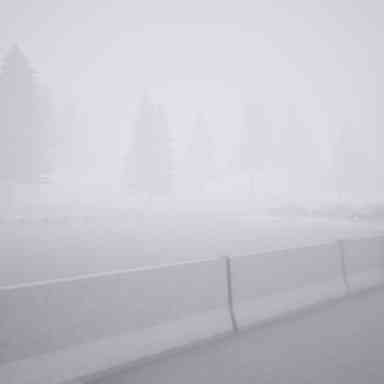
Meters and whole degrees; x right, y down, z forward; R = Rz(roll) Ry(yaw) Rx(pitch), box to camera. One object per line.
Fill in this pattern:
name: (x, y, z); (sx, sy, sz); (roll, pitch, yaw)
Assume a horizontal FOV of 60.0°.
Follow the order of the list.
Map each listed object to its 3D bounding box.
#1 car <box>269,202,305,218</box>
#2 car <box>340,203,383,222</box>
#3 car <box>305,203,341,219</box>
car: (9.355, 1.690, 32.142); (4.181, 1.385, 1.994); (0, 0, -35)
car: (14.935, 1.681, 27.534); (5.357, 1.411, 2.033); (0, 0, -35)
car: (13.115, 1.683, 30.535); (5.357, 1.411, 2.033); (0, 0, -35)
